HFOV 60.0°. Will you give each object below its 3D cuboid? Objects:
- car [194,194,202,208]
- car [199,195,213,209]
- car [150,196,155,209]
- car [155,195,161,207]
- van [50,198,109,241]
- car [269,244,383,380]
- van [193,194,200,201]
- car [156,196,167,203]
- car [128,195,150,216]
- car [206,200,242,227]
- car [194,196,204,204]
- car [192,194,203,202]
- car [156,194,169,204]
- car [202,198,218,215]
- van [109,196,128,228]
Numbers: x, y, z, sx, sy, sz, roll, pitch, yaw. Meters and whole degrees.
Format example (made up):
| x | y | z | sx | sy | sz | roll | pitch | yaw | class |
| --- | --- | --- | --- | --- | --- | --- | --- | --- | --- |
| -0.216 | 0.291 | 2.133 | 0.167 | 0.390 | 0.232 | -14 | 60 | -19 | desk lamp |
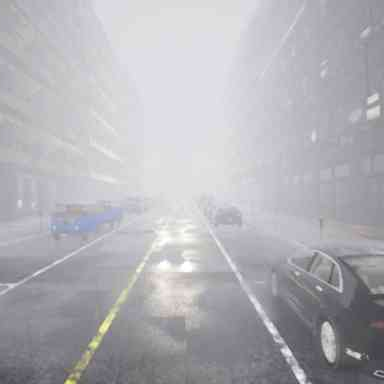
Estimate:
| x | y | z | sx | sy | sz | roll | pitch | yaw | class |
| --- | --- | --- | --- | --- | --- | --- | --- | --- | --- |
| 1.819 | 1.273 | 44.159 | 2.192 | 1.841 | 5.009 | 1 | 0 | -1 | car |
| 2.047 | 1.398 | 33.099 | 1.967 | 1.590 | 4.097 | 1 | 0 | -1 | car |
| -5.932 | 1.294 | 38.554 | 2.192 | 1.841 | 5.009 | 1 | 0 | -1 | car |
| -6.127 | 1.549 | 49.615 | 1.947 | 1.339 | 4.313 | 1 | 0 | -1 | car |
| -5.554 | 1.330 | 16.435 | 1.690 | 1.788 | 3.998 | 1 | 0 | -1 | van |
| 2.509 | 1.533 | 5.449 | 2.008 | 1.369 | 4.403 | 1 | 0 | -1 | car |
| 1.156 | 1.359 | 82.874 | 1.690 | 1.788 | 3.998 | 1 | 0 | -1 | van |
| -6.505 | 1.558 | 71.733 | 1.887 | 1.381 | 4.507 | 1 | 0 | -1 | car |
| -5.838 | 1.295 | 33.025 | 2.192 | 1.841 | 5.009 | 1 | 0 | -1 | car |
| 2.227 | 1.507 | 22.039 | 1.887 | 1.381 | 4.507 | 1 | 0 | -1 | car |
| 1.436 | 1.562 | 66.281 | 1.802 | 1.307 | 4.206 | 1 | 0 | -1 | car |
| 1.251 | 1.319 | 77.343 | 2.192 | 1.841 | 5.009 | 1 | 0 | -1 | car |
| -6.405 | 1.317 | 66.203 | 2.192 | 1.841 | 5.009 | 1 | 0 | -1 | car |
| 2.132 | 1.504 | 27.568 | 1.887 | 1.381 | 4.507 | 1 | 0 | -1 | car |
| -5.650 | 1.325 | 21.966 | 1.690 | 1.788 | 3.998 | 1 | 0 | -1 | van |
